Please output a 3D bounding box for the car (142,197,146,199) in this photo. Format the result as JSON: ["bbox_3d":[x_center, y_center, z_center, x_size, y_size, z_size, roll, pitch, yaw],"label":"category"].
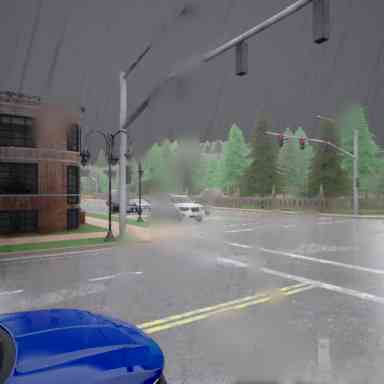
[{"bbox_3d":[-6.322,1.526,39.193,1.812,1.442,4.674,0,0,-35],"label":"car"}]

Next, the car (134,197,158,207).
[{"bbox_3d":[-7.457,1.525,53.305,1.812,1.442,4.674,0,0,-35],"label":"car"}]

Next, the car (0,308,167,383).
[{"bbox_3d":[-2.481,1.478,1.971,5.008,1.535,1.882,0,0,-36],"label":"car"}]

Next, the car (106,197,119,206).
[{"bbox_3d":[-12.617,1.564,54.574,1.994,1.385,4.181,0,0,-35],"label":"car"}]

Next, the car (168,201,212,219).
[{"bbox_3d":[-0.223,1.564,30.426,1.994,1.385,4.181,0,0,-35],"label":"car"}]

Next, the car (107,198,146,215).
[{"bbox_3d":[-6.639,1.564,33.513,1.994,1.385,4.181,0,0,-34],"label":"car"}]

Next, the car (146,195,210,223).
[{"bbox_3d":[-1.217,1.222,25.786,2.150,2.045,5.566,0,0,-33],"label":"car"}]
